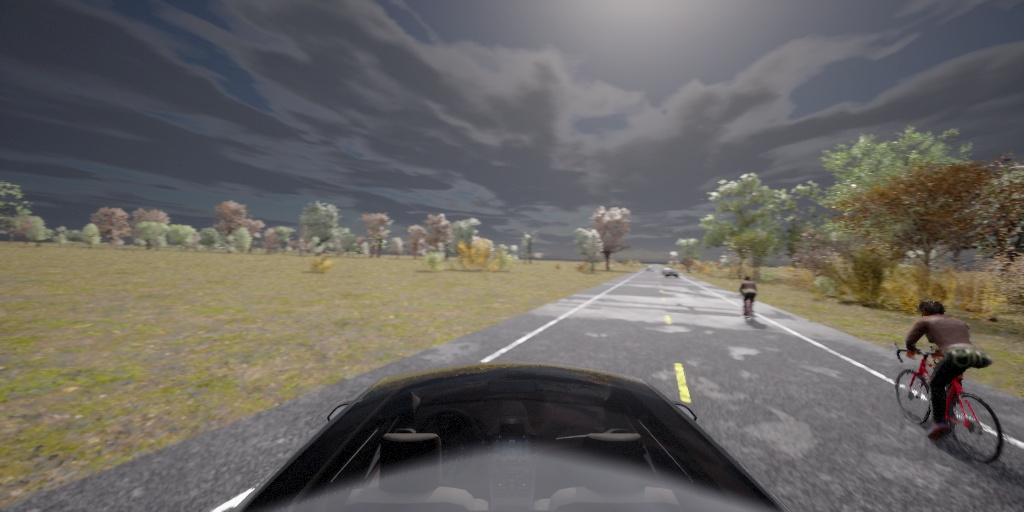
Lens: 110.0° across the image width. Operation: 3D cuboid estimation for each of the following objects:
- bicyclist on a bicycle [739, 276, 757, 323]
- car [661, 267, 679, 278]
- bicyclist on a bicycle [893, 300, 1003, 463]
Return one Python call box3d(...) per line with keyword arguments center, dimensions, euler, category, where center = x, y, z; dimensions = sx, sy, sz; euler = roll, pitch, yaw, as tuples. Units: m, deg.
box3d(center=(8.572, 1.567, 13.025), dimensions=(0.582, 1.620, 1.656), euler=(1, -1, 22), category="bicyclist on a bicycle")
box3d(center=(23.871, 2.616, 53.762), dimensions=(1.895, 1.301, 4.718), euler=(1, -1, 22), category="car")
box3d(center=(5.077, 1.368, 4.252), dimensions=(0.582, 1.620, 1.656), euler=(1, -1, 22), category="bicyclist on a bicycle")
